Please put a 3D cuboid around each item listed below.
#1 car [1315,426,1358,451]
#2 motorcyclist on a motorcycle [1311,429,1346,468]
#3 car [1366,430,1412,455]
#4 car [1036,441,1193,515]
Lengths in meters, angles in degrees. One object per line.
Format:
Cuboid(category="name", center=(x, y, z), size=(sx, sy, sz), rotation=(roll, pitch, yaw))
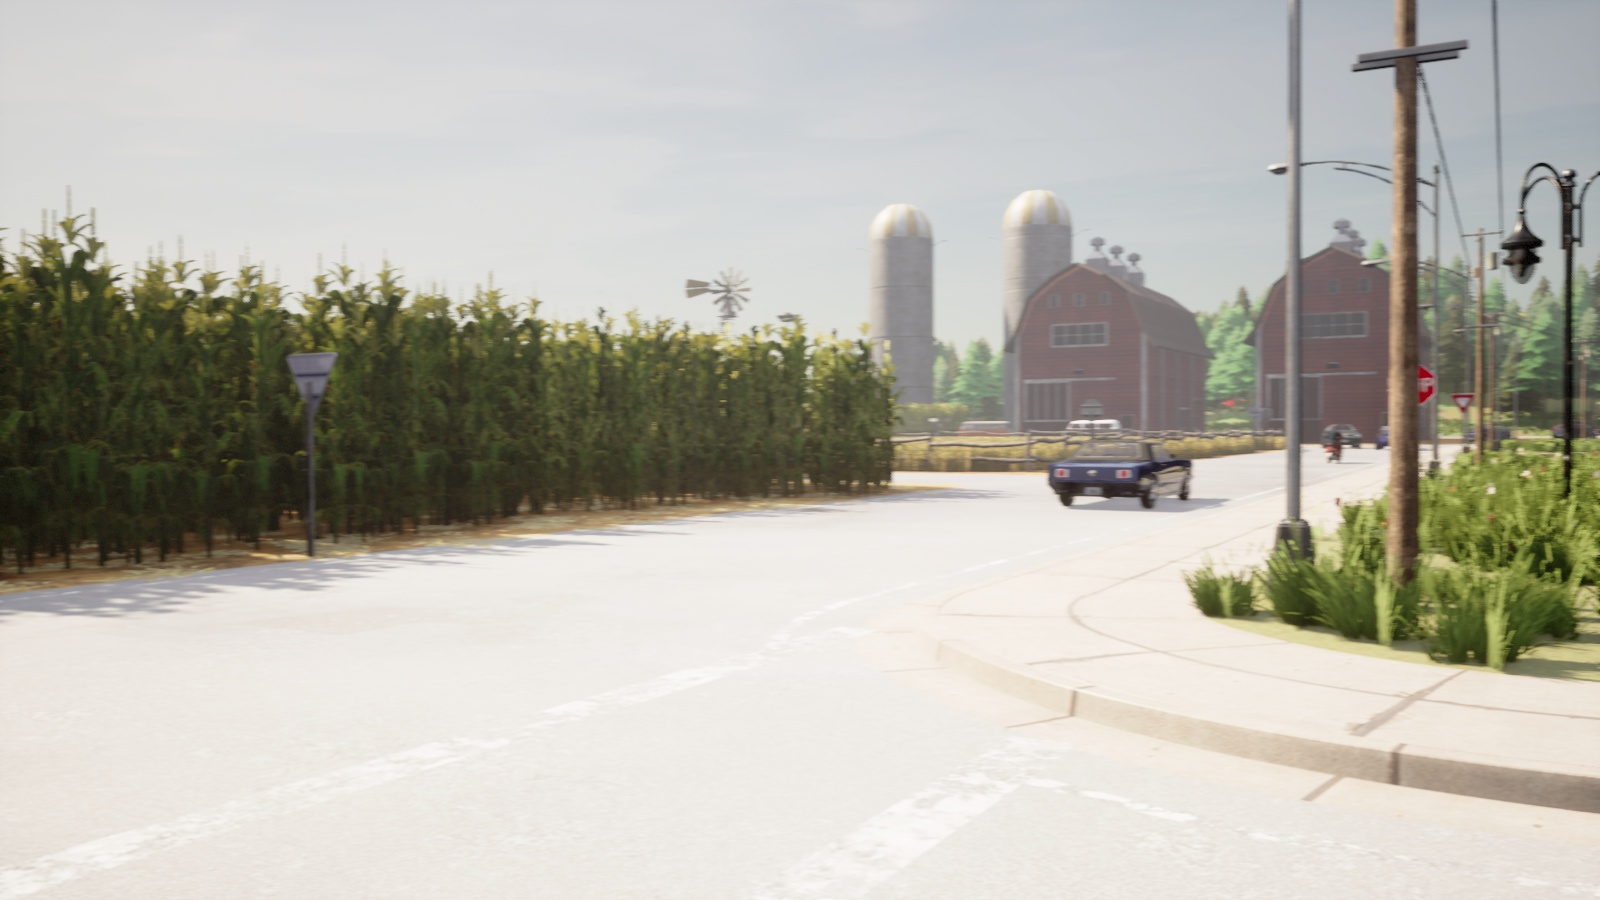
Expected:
Cuboid(category="car", center=(35.581, -0.795, 83.392), size=(2.152, 1.651, 5.027), rotation=(1, 1, 18))
Cuboid(category="motorcyclist on a motorcycle", center=(21.775, -0.078, 51.699), size=(0.866, 1.590, 1.817), rotation=(1, 2, 38))
Cuboid(category="car", center=(36.685, -0.474, 78.166), size=(2.163, 1.488, 4.792), rotation=(1, 1, 30))
Cuboid(category="car", center=(6.556, 0.501, 25.775), size=(1.895, 1.301, 4.718), rotation=(1, 1, 30))
